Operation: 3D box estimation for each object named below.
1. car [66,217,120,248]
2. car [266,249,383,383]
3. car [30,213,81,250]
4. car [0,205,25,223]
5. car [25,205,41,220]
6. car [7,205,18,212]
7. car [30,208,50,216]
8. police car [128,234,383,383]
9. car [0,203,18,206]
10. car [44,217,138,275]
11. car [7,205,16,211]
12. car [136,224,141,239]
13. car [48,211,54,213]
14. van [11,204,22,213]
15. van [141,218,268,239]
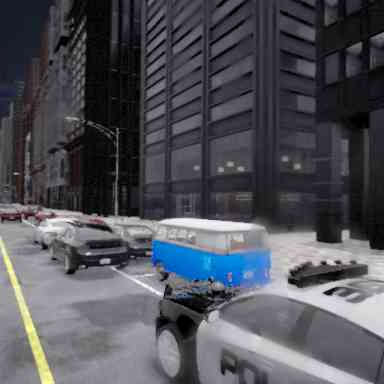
[{"bbox_3d":[-5.620,2.161,18.528,1.802,1.307,4.206,2,-2,-32],"label":"car"},{"bbox_3d":[3.235,1.726,4.129,2.008,1.369,4.403,2,-2,-32],"label":"car"},{"bbox_3d":[-6.930,2.047,17.110,1.812,1.442,4.674,2,-2,-32],"label":"car"},{"bbox_3d":[-19.593,2.530,36.037,1.882,1.535,5.008,2,-2,-31],"label":"car"},{"bbox_3d":[-20.374,2.582,42.535,2.192,1.841,5.009,1,-2,-32],"label":"car"},{"bbox_3d":[-41.034,3.694,76.130,1.967,1.590,4.097,1,-2,-32],"label":"car"},{"bbox_3d":[-14.473,2.535,32.928,1.887,1.381,4.507,1,-2,-32],"label":"car"},{"bbox_3d":[1.299,1.564,3.494,1.930,1.638,5.238,2,-2,-34],"label":"police car"},{"bbox_3d":[-26.046,2.707,46.490,2.097,1.767,4.553,2,-2,-32],"label":"car"},{"bbox_3d":[-3.842,1.880,11.969,1.837,1.490,4.892,2,-2,-32],"label":"car"},{"bbox_3d":[-44.075,3.926,81.071,1.752,1.417,4.829,1,-2,-32],"label":"car"},{"bbox_3d":[-2.668,1.995,13.729,2.008,1.369,4.403,2,-2,-32],"label":"car"},{"bbox_3d":[-8.571,2.267,23.329,2.008,1.369,4.403,2,-2,-32],"label":"car"},{"bbox_3d":[-35.131,3.311,66.533,1.690,1.788,3.998,1,-2,-32],"label":"van"},{"bbox_3d":[0.285,1.650,8.936,1.690,1.788,3.998,2,-2,-32],"label":"van"}]
